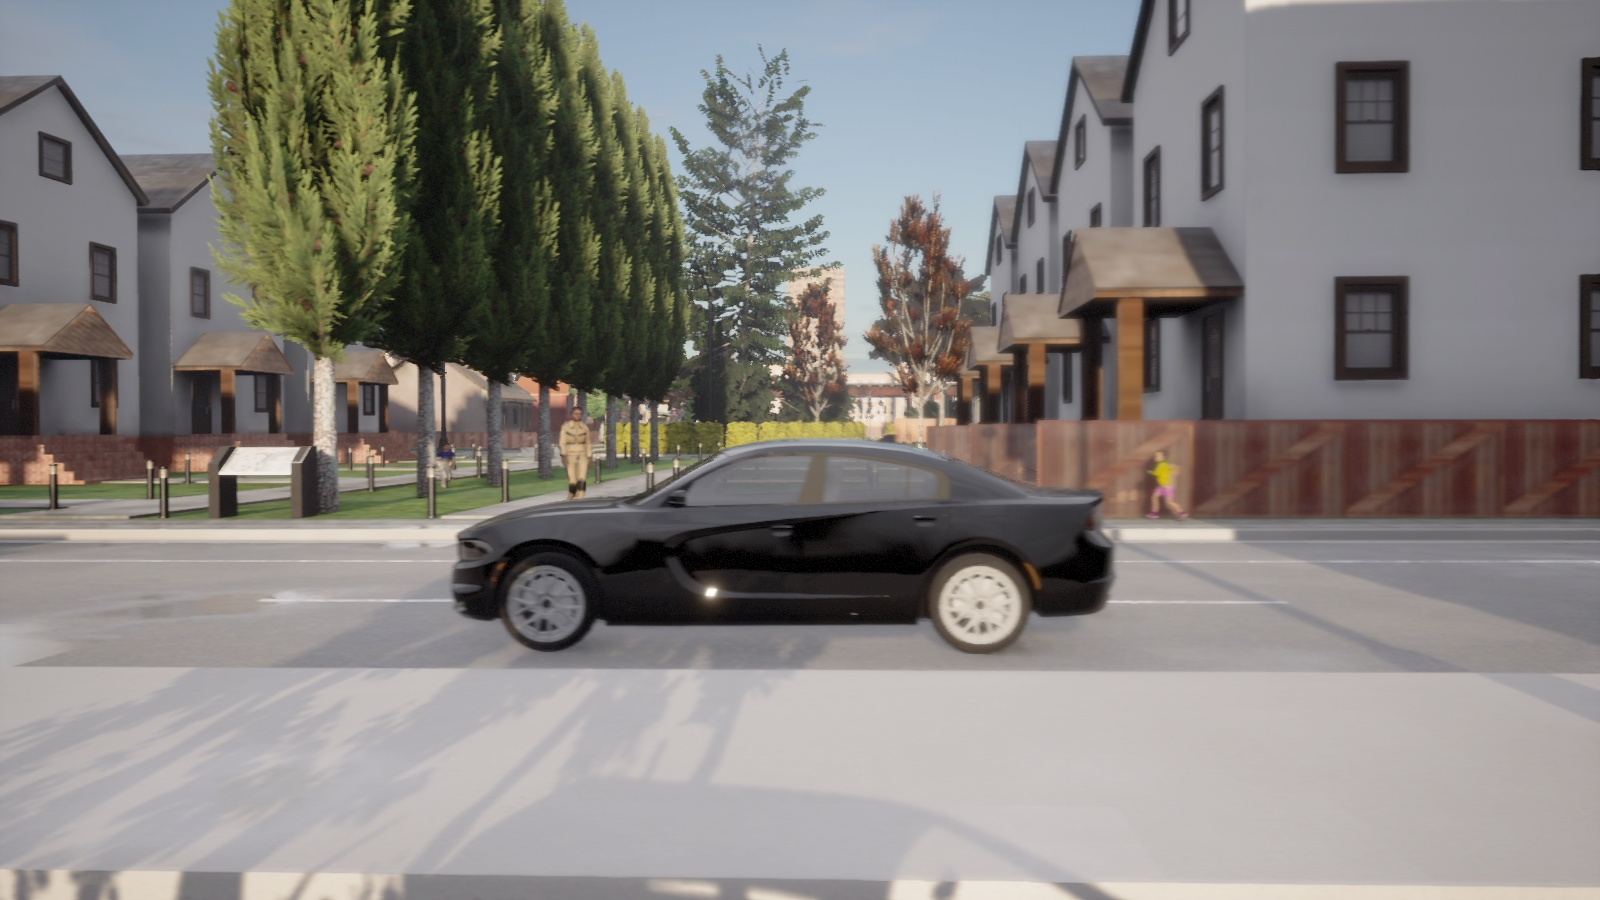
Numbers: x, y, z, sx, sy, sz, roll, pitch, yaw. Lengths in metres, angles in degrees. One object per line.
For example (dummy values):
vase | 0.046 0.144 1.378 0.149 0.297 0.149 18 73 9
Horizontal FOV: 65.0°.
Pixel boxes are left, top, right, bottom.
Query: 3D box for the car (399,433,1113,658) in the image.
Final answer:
car | -0.300 0.648 9.728 5.008 1.535 1.882 0 1 2

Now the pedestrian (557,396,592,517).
pedestrian | -3.674 0.093 20.409 0.396 1.930 0.692 0 1 -25

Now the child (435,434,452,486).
child | -8.843 0.243 31.154 0.270 1.263 0.437 0 1 -33

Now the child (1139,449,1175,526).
child | 5.460 0.575 19.196 0.473 1.160 0.299 0 1 6
